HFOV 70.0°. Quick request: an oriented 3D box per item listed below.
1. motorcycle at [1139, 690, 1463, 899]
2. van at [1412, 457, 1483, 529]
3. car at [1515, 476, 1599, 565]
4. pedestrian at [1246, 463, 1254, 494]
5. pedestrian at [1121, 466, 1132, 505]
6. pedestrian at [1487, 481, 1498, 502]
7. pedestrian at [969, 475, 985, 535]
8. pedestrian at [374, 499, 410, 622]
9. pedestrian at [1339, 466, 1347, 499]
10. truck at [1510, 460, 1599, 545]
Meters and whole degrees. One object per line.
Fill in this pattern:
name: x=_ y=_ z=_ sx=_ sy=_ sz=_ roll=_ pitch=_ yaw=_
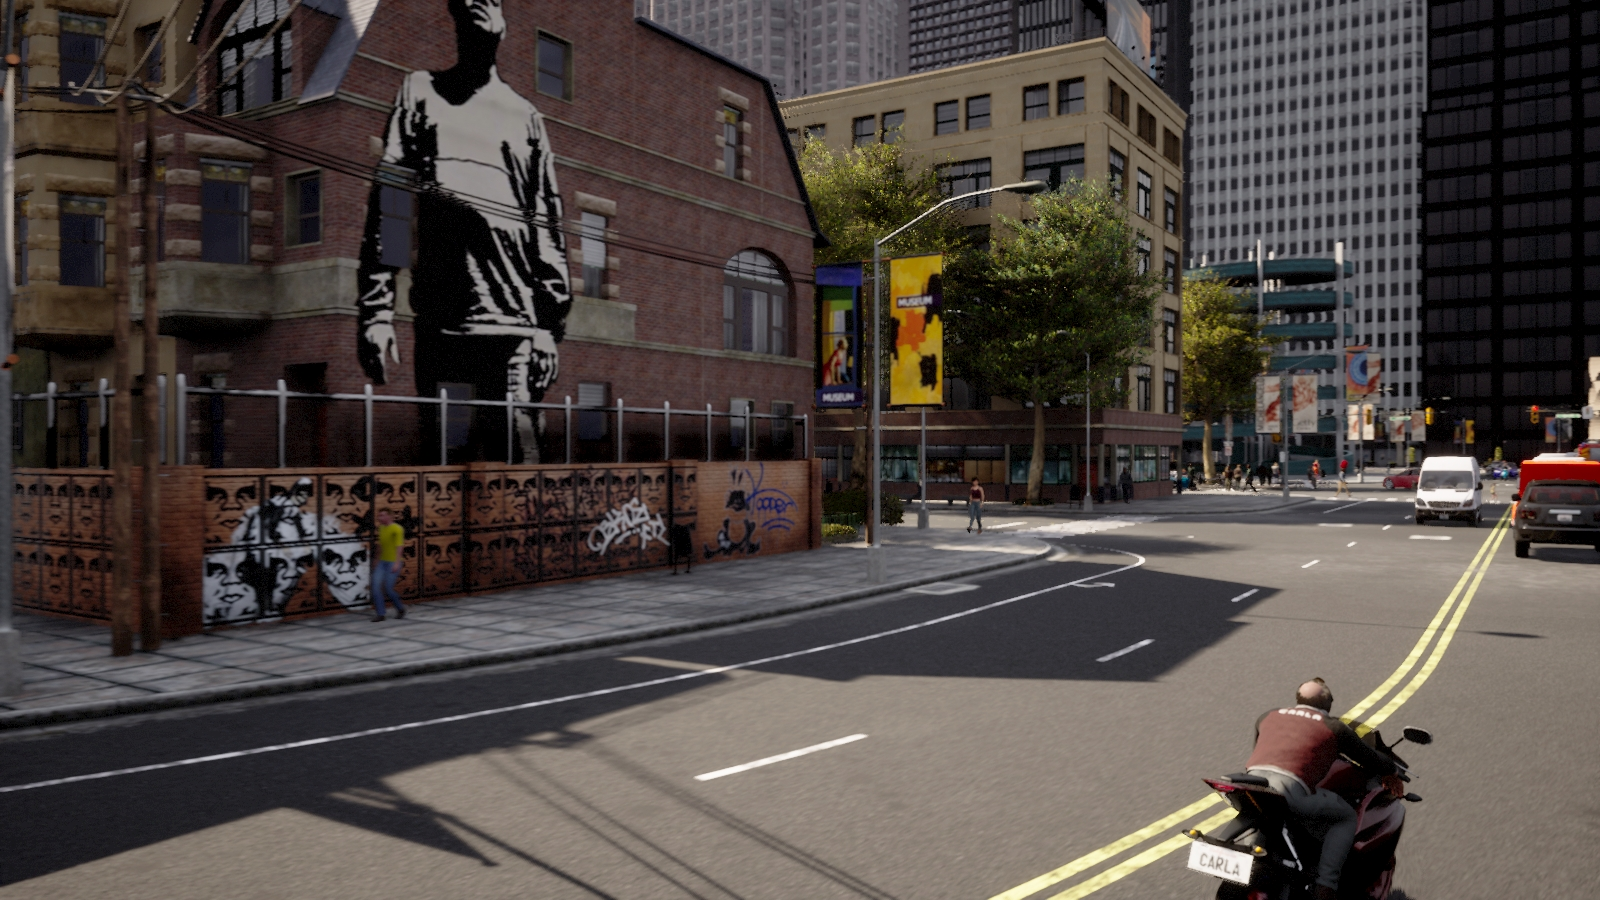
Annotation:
motorcycle: x=2.895 y=2.207 z=6.464 sx=2.209 sy=1.251 sz=0.867 roll=0 pitch=0 yaw=-43
van: x=24.837 y=1.546 z=43.695 sx=1.988 sy=2.561 sz=5.915 roll=0 pitch=0 yaw=33
car: x=20.504 y=1.787 z=30.626 sx=2.150 sy=2.045 sz=5.566 roll=0 pitch=0 yaw=33
pedestrian: x=26.900 y=1.718 z=68.333 sx=0.375 sy=1.860 sz=0.375 roll=0 pitch=0 yaw=29
pedestrian: x=15.906 y=1.715 z=55.687 sx=0.375 sy=1.860 sz=0.375 roll=0 pitch=0 yaw=39
pedestrian: x=37.111 y=2.244 z=61.216 sx=0.500 sy=1.100 sz=0.500 roll=0 pitch=0 yaw=35
pedestrian: x=5.527 y=1.710 z=35.673 sx=0.375 sy=1.860 sz=0.375 roll=0 pitch=0 yaw=31
pedestrian: x=-6.351 y=1.706 z=17.792 sx=0.375 sy=1.860 sz=0.375 roll=0 pitch=0 yaw=27
pedestrian: x=31.376 y=1.868 z=66.020 sx=0.375 sy=1.860 sz=0.375 roll=0 pitch=0 yaw=38
truck: x=24.399 y=1.577 z=36.631 sx=2.627 sy=2.467 sz=5.204 roll=0 pitch=0 yaw=33
